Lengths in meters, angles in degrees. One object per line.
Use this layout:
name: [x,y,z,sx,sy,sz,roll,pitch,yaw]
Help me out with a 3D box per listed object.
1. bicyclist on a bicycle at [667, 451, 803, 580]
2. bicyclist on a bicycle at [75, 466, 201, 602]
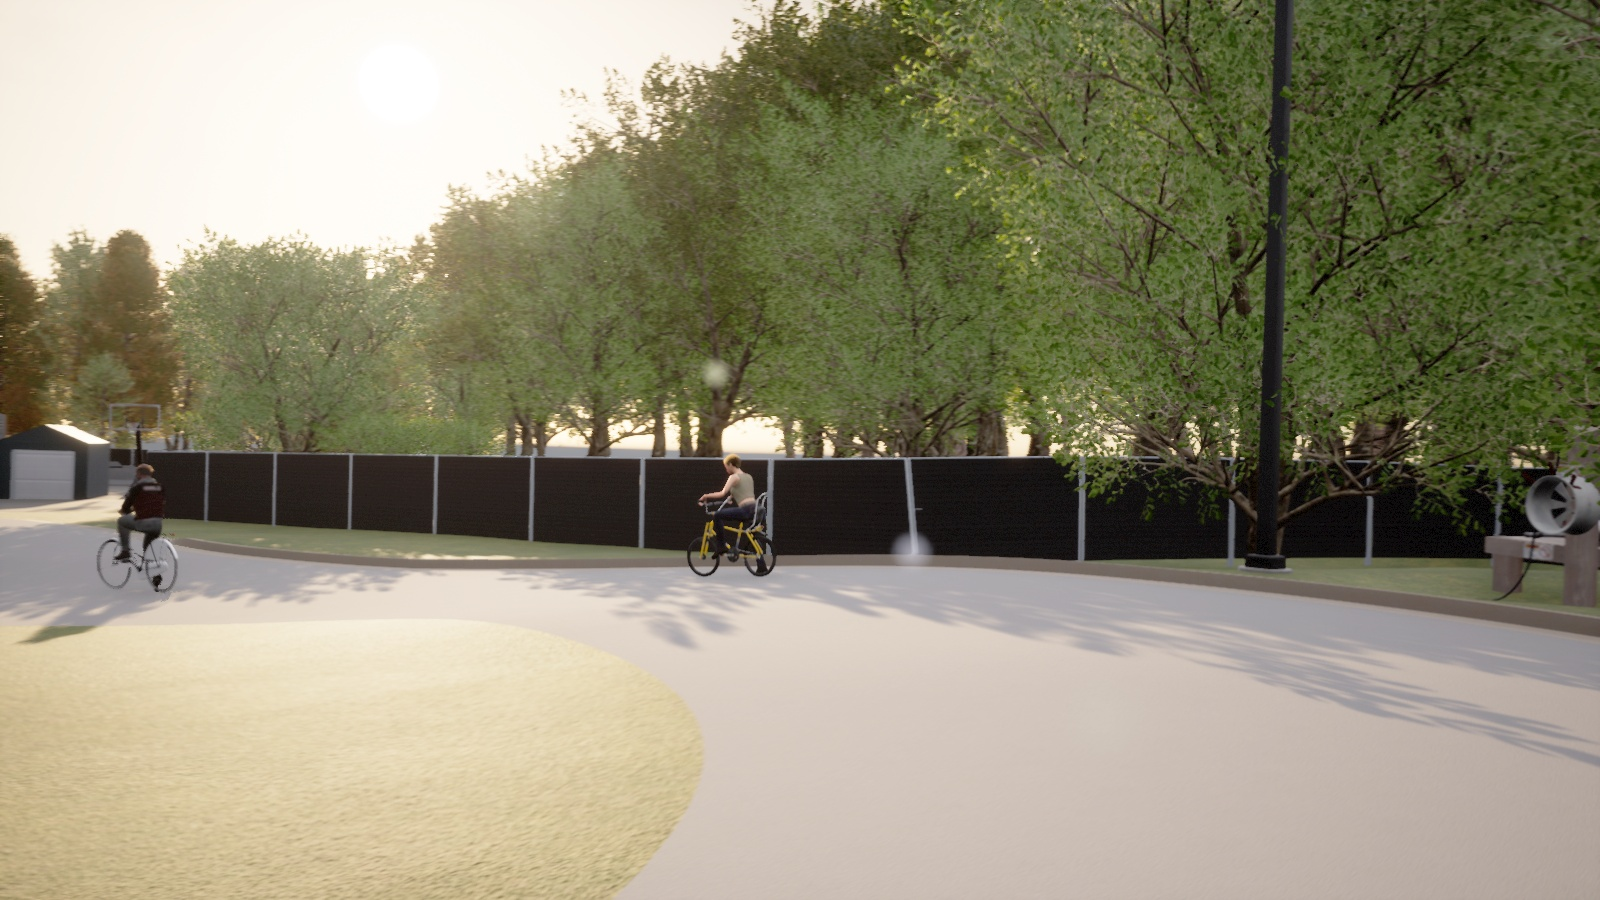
bicyclist on a bicycle: [-0.863,0.868,16.450,1.509,1.612,0.866,-4,-3,36]
bicyclist on a bicycle: [-9.119,1.121,17.286,1.843,1.776,0.659,-1,0,31]
